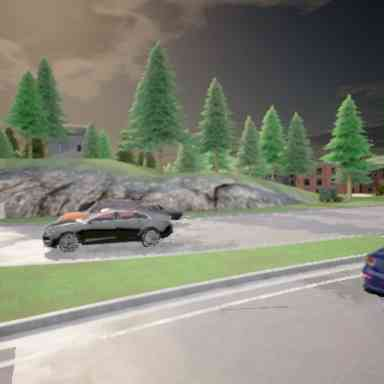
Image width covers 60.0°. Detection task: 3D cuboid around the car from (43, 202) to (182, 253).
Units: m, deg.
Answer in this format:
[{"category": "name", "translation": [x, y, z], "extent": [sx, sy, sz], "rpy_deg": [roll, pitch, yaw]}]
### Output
[{"category": "car", "translation": [-3.131, 1.367, 12.944], "extent": [4.902, 1.511, 2.128], "rpy_deg": [-1, 1, -15]}]

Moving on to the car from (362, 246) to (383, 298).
[{"category": "car", "translation": [5.302, 1.330, 6.451], "extent": [4.674, 1.442, 1.812], "rpy_deg": [-2, 1, -28]}]

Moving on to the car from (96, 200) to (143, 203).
[{"category": "car", "translation": [-4.255, 1.202, 16.268], "extent": [4.553, 1.767, 2.097], "rpy_deg": [-1, 1, -15]}]
